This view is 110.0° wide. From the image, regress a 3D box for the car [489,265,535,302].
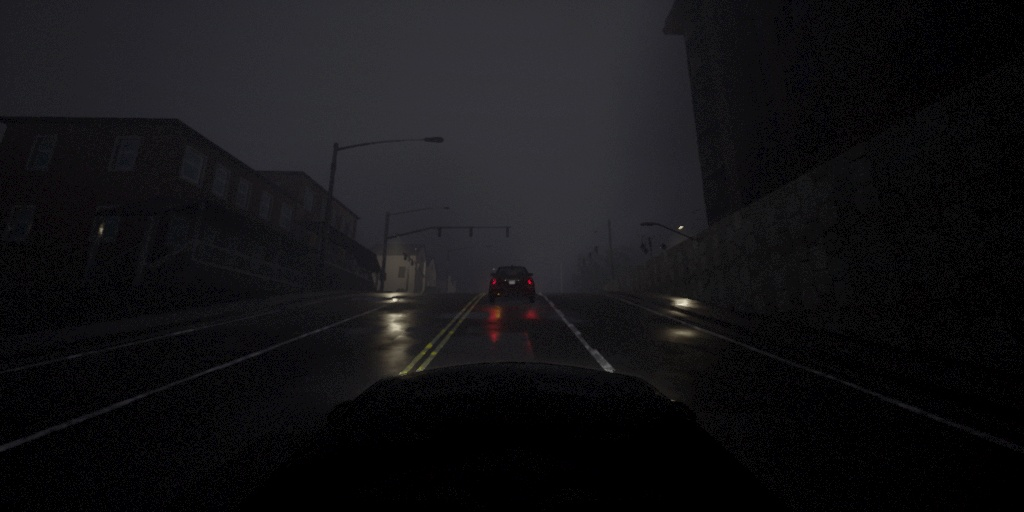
[{"bbox_3d":[0.007,1.252,17.969,2.097,1.767,4.553,0,-2,0],"label":"car"}]
